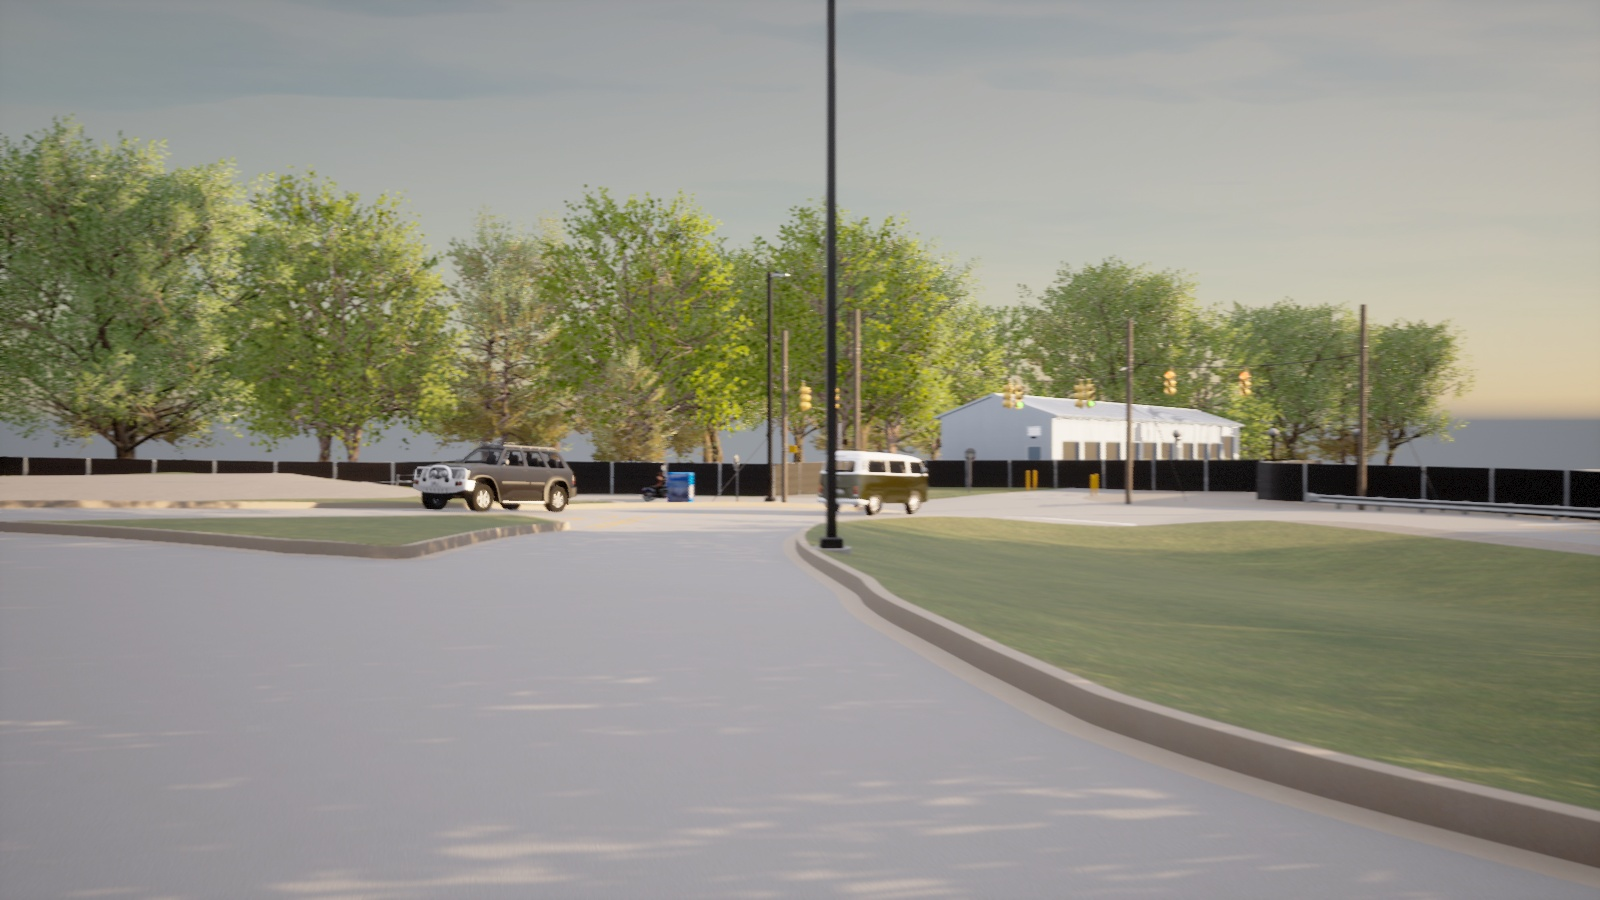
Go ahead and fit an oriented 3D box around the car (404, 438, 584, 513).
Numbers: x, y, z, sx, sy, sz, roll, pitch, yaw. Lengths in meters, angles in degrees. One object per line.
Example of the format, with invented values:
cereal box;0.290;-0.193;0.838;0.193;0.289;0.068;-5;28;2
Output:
car;-8.082;0.727;33.623;1.932;1.855;4.605;1;-2;31

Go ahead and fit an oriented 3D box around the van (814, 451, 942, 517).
van;2.629;1.117;41.284;2.069;2.038;4.480;1;-1;37

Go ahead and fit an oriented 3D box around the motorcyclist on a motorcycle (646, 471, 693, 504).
motorcyclist on a motorcycle;-6.835;1.966;65.877;2.350;1.649;0.766;1;2;5
